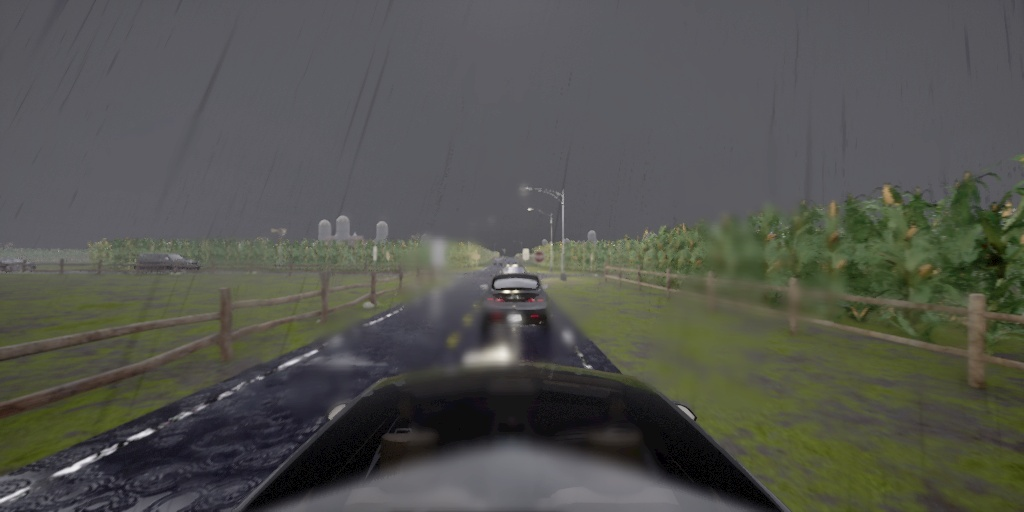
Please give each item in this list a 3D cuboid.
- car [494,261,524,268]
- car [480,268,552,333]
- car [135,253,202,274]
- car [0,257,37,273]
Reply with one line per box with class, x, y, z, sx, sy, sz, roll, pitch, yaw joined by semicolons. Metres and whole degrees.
car;0.134;1.281;23.396;2.033;1.411;5.357;0;0;1
car;0.100;1.247;10.734;1.837;1.490;4.892;0;-1;0
car;-34.903;0.742;36.509;5.566;2.045;2.150;0;0;1
car;-51.930;0.885;36.774;4.902;1.511;2.128;0;-1;1
